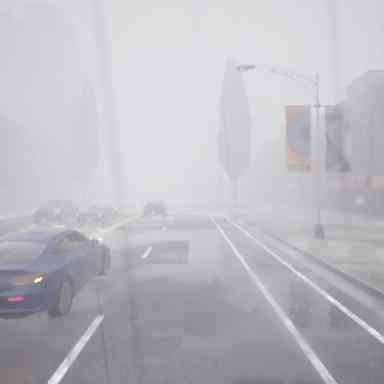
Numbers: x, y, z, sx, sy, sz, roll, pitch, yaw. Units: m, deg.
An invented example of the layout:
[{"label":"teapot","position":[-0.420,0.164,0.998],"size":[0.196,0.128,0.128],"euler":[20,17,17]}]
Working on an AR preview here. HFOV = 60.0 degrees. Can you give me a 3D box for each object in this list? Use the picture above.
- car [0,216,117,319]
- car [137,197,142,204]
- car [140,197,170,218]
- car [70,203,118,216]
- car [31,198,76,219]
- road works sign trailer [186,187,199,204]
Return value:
[{"label":"car","position":[-3.150,1.493,7.223],"size":[1.812,1.442,4.674],"euler":[0,0,0]},{"label":"car","position":[-9.752,1.683,66.000],"size":[1.837,1.490,4.892],"euler":[0,0,0]},{"label":"car","position":[-3.150,1.427,29.553],"size":[1.837,1.490,4.892],"euler":[0,0,0]},{"label":"car","position":[-6.599,1.519,23.386],"size":[1.895,1.301,4.718],"euler":[0,0,0]},{"label":"car","position":[-9.845,1.271,24.336],"size":[2.097,1.767,4.553],"euler":[0,0,0]},{"label":"road works sign trailer","position":[0.002,0.709,70.768],"size":[2.380,3.560,2.880],"euler":[0,-1,0]}]
